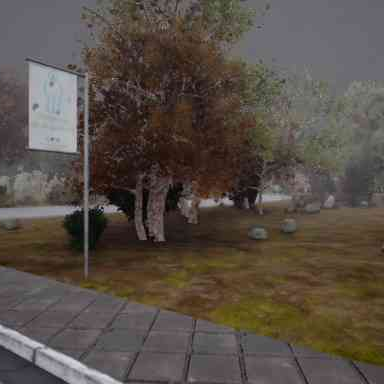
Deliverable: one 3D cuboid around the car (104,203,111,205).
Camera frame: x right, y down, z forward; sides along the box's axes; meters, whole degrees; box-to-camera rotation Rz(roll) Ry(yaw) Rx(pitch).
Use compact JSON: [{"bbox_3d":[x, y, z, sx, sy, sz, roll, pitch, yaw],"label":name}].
[{"bbox_3d":[-11.720,1.449,52.865,1.837,1.490,4.892,0,0,37],"label":"car"}]
